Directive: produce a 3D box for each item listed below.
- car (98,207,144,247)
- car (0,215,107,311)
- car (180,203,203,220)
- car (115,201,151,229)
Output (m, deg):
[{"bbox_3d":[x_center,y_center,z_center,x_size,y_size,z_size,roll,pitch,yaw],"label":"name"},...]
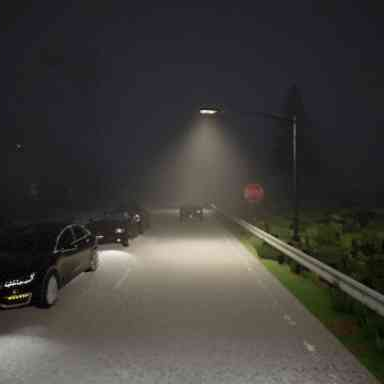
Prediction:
[{"bbox_3d":[-3.590,1.576,15.011,1.994,1.385,4.181,0,0,0],"label":"car"},{"bbox_3d":[-3.640,1.513,7.971,1.837,1.490,4.892,0,0,0],"label":"car"},{"bbox_3d":[-0.072,1.623,28.365,1.895,1.301,4.718,0,0,0],"label":"car"},{"bbox_3d":[-3.669,1.367,19.343,2.097,1.767,4.553,0,0,0],"label":"car"}]
